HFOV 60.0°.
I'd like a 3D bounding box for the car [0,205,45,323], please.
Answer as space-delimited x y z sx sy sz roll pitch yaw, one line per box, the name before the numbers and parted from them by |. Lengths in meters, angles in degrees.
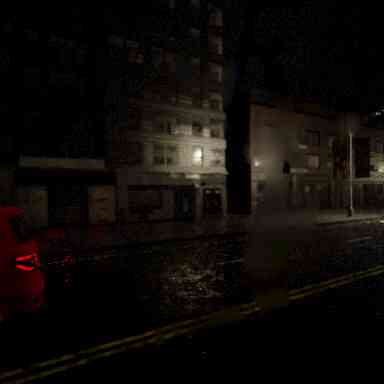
car | -4.892 1.236 4.187 5.566 2.045 2.150 -1 0 -35
